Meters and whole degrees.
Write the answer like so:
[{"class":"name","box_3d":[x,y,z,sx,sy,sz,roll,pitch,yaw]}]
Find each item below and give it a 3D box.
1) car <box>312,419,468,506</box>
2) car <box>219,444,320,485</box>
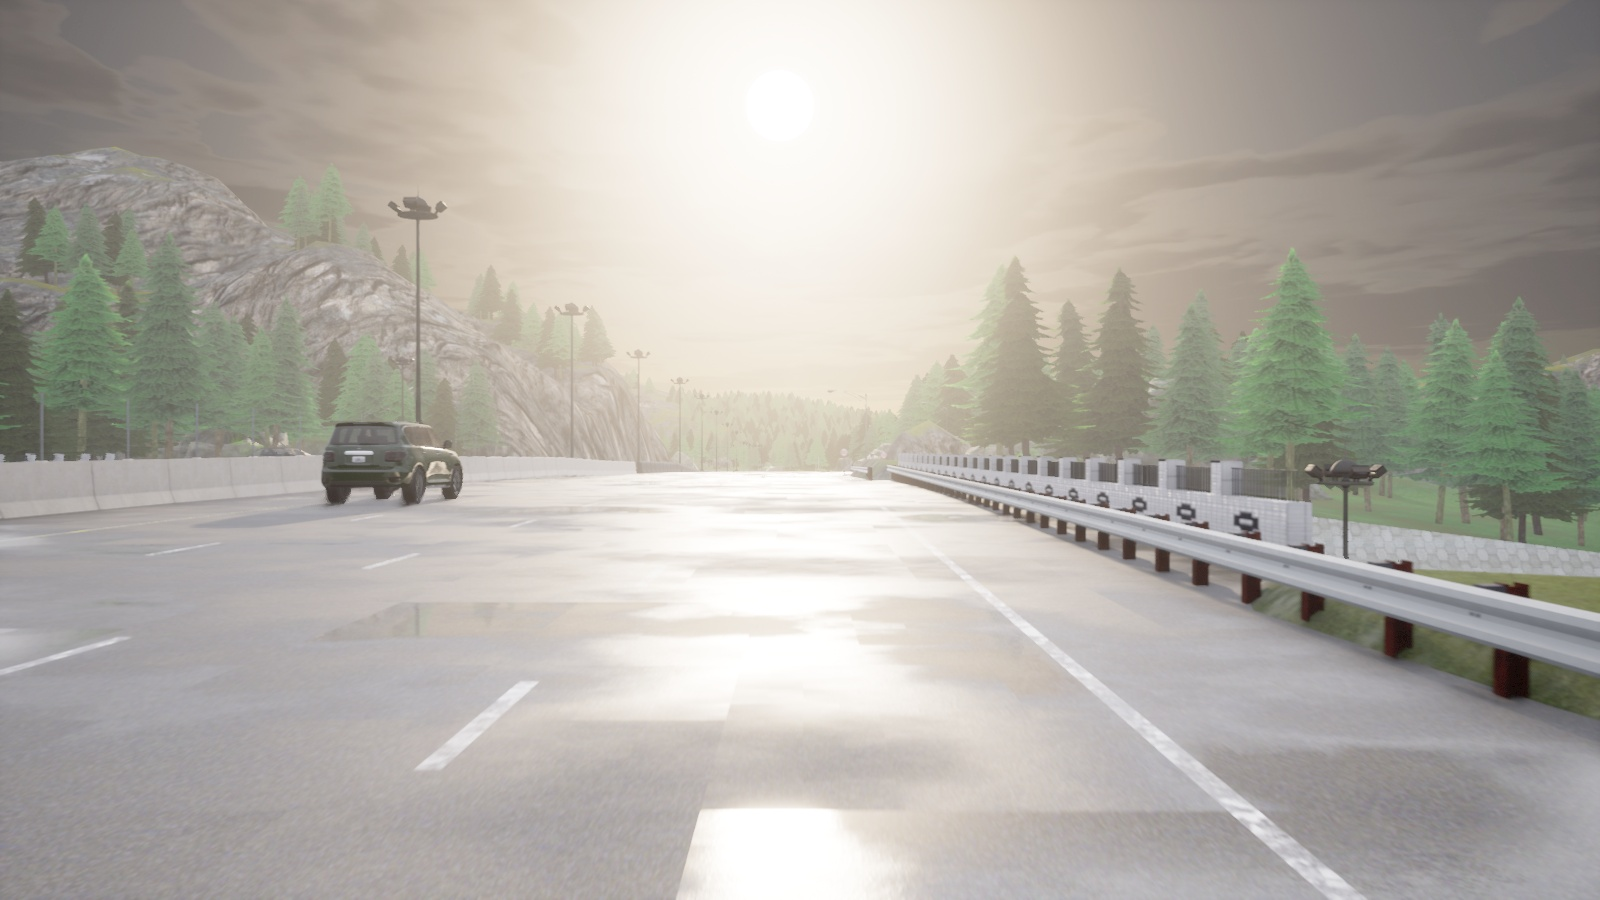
[{"class":"car","box_3d":[-10.306,0.288,32.093,2.150,2.045,5.566,0,0,0]},{"class":"car","box_3d":[-20.712,0.577,49.259,2.007,1.525,4.514,0,-1,0]}]
